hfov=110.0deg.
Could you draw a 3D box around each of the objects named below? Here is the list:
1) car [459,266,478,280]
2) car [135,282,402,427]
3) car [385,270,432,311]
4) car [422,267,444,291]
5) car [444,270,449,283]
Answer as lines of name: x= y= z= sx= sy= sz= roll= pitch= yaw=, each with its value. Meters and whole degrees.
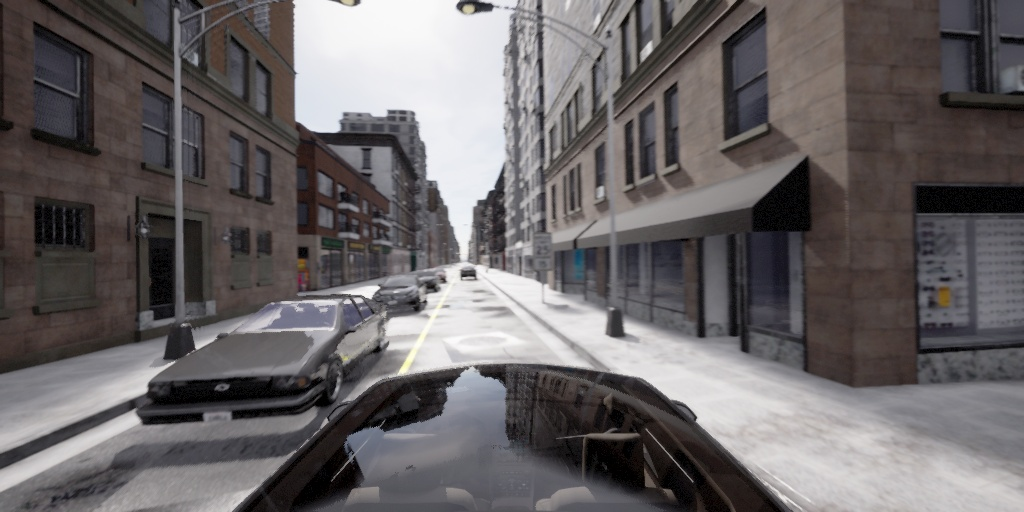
car: x=-4.849 y=1.865 z=40.089 sx=1.837 sy=1.490 sz=4.892 roll=-1 pitch=-1 yaw=-7
car: x=-3.608 y=1.434 z=6.595 sx=2.033 sy=1.411 sz=5.357 roll=-1 pitch=-1 yaw=-8
car: x=-4.879 y=1.567 z=16.100 sx=1.812 sy=1.442 sz=4.674 roll=-1 pitch=-1 yaw=-8
car: x=-6.137 y=1.699 z=25.614 sx=1.837 sy=1.490 sz=4.892 roll=-1 pitch=-1 yaw=-7
car: x=-7.460 y=1.880 z=35.804 sx=1.812 sy=1.442 sz=4.674 roll=-1 pitch=-1 yaw=-7
